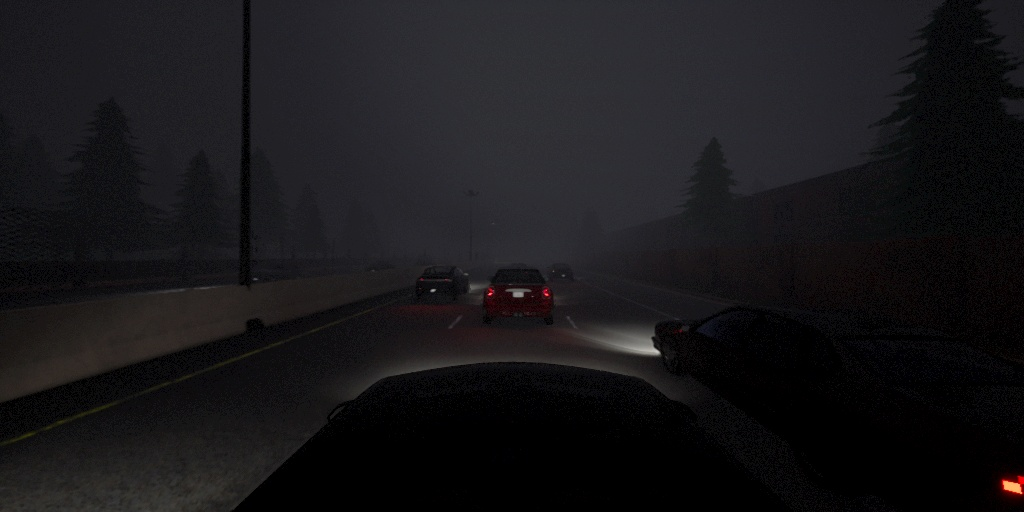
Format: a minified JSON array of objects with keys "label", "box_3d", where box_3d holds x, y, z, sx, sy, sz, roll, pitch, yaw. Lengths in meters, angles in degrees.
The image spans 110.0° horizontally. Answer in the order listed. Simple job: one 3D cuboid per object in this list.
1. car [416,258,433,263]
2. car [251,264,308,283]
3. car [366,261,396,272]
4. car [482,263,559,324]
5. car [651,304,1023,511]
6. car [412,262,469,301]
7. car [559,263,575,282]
[{"label":"car","box_3d":[-9.997,1.254,40.152,1.994,1.385,4.181,0,0,1]},{"label":"car","box_3d":[-17.274,1.242,26.425,1.895,1.301,4.718,0,0,1]},{"label":"car","box_3d":[-13.578,1.230,37.123,1.994,1.385,4.181,0,0,1]},{"label":"car","box_3d":[0.206,1.105,12.208,2.097,1.767,4.553,0,0,1]},{"label":"car","box_3d":[3.571,1.321,4.452,2.033,1.411,5.357,0,0,1]},{"label":"car","box_3d":[-3.225,1.223,17.254,2.128,1.511,4.902,0,0,1]},{"label":"car","box_3d":[3.970,1.306,29.758,1.812,1.442,4.674,0,0,1]}]
